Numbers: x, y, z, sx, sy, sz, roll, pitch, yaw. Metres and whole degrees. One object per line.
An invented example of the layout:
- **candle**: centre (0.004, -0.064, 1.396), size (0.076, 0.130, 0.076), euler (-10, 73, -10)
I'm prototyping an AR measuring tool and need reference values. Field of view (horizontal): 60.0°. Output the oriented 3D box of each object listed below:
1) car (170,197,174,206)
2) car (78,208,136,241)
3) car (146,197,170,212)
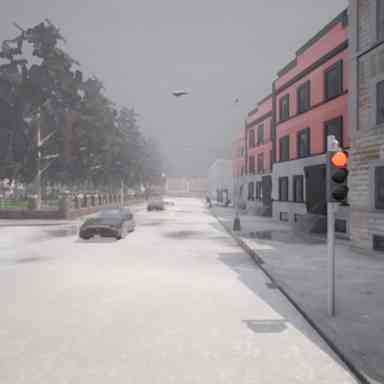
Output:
- **car**: centre (-4.029, 1.495, 55.874), size (1.812, 1.442, 4.674), euler (0, 0, 1)
- **car**: centre (-4.086, 1.538, 17.013), size (2.033, 1.411, 5.357), euler (0, 0, 0)
- **car**: centre (-4.064, 1.526, 38.595), size (2.033, 1.411, 5.357), euler (0, 0, 0)
